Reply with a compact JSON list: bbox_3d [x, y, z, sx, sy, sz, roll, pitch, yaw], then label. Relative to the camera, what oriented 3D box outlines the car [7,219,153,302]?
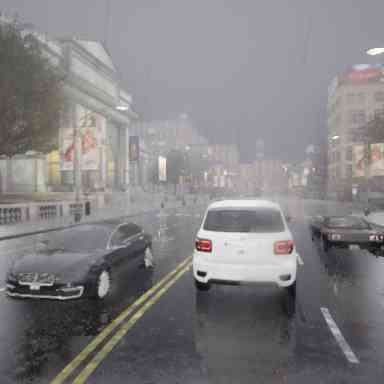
[{"bbox_3d":[-2.431,1.502,8.507,1.837,1.490,4.892,0,0,11],"label":"car"}]

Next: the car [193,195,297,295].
[{"bbox_3d":[1.469,1.219,8.964,2.150,2.045,5.566,0,0,11],"label":"car"}]

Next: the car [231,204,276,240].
[{"bbox_3d":[3.436,1.487,18.269,2.128,1.511,4.902,0,0,12],"label":"car"}]

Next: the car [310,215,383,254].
[{"bbox_3d":[6.023,1.597,13.571,1.895,1.301,4.718,0,0,12],"label":"car"}]
